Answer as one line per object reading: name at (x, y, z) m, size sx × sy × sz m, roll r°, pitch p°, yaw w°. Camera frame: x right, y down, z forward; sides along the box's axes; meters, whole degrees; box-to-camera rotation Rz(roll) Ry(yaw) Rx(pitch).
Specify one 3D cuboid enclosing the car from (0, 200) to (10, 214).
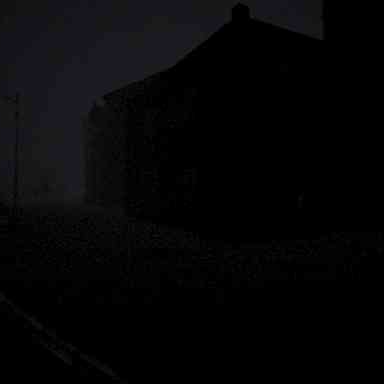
car at (-20.924, 1.535, 35.730) m, size 1.882 × 1.535 × 5.008 m, roll 1°, pitch -1°, yaw -21°
